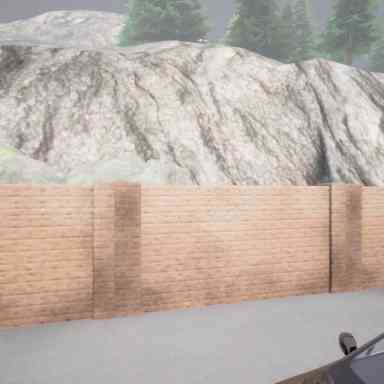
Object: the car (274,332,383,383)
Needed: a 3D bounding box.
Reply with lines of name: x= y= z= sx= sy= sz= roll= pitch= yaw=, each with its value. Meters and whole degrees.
car: x=2.178 y=1.492 z=1.904 sx=4.902 sy=1.511 sz=2.128 roll=0 pitch=0 yaw=-18
